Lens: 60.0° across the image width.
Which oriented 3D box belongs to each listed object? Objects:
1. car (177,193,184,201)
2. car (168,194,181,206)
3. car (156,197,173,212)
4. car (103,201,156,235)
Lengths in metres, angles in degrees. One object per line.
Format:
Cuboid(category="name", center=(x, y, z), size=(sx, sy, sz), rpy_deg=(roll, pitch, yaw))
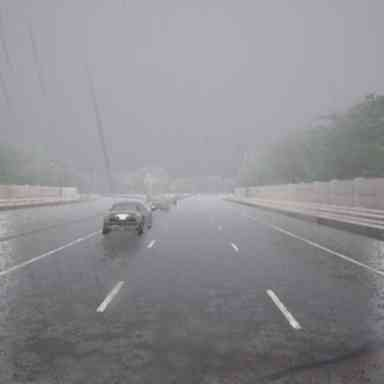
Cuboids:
Cuboid(category="car", center=(-3.490, 1.463, 80.067), size=(1.837, 1.490, 4.892), rpy_deg=(0, 0, 0))
Cuboid(category="car", center=(-3.493, 1.466, 55.420), size=(2.128, 1.511, 4.902), rpy_deg=(0, 0, 0))
Cuboid(category="car", center=(-3.496, 1.583, 37.609), size=(1.895, 1.301, 4.718), rpy_deg=(0, 0, 0))
Cuboid(category="car", center=(-3.498, 1.326, 18.859), size=(2.097, 1.767, 4.553), rpy_deg=(0, 0, 0))
